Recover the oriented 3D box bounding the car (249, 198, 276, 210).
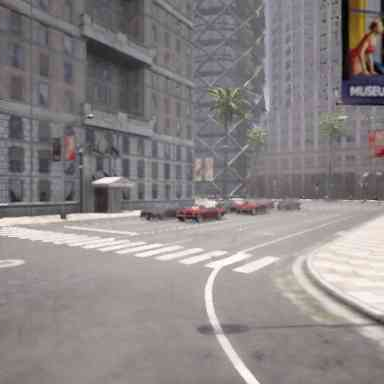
[{"bbox_3d":[9.567,1.573,44.709,1.812,1.442,4.674,0,0,36],"label":"car"}]

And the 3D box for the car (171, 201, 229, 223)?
[{"bbox_3d":[0.730,1.639,26.348,1.895,1.301,4.718,0,0,35],"label":"car"}]

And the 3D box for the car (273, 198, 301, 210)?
[{"bbox_3d":[12.517,1.543,42.812,1.837,1.490,4.892,0,0,36],"label":"car"}]

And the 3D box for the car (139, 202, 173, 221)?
[{"bbox_3d":[-2.094,1.595,28.420,2.033,1.411,5.357,0,0,35],"label":"car"}]

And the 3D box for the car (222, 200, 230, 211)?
[{"bbox_3d":[3.697,1.611,36.567,1.994,1.385,4.181,0,0,36],"label":"car"}]

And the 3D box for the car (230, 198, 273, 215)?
[{"bbox_3d":[6.216,1.516,34.076,1.882,1.535,5.008,0,0,36],"label":"car"}]
